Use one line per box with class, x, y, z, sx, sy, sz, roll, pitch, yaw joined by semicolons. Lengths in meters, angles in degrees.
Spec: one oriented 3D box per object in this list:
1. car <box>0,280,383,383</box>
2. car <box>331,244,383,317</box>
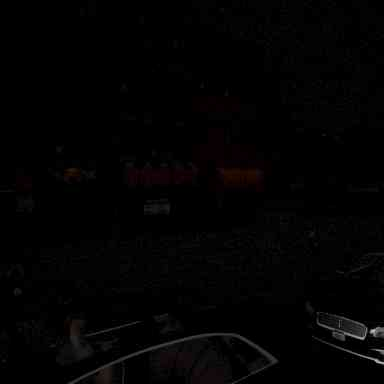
car;-0.837;1.550;2.238;4.403;1.369;2.008;0;-2;-36
car;3.595;1.548;5.408;4.403;1.369;2.008;0;-2;-36
